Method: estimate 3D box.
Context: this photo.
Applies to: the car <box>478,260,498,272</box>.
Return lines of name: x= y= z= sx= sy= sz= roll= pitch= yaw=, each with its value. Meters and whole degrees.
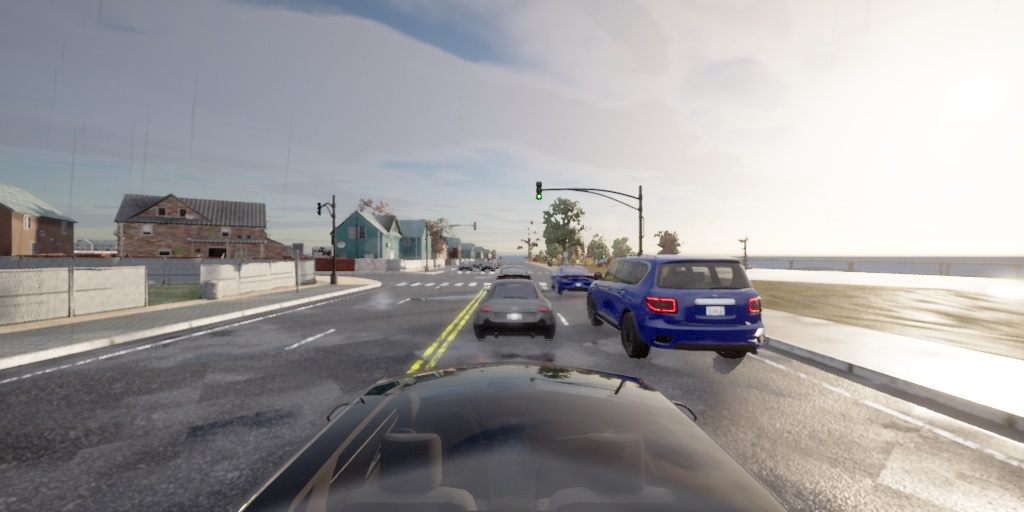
car: x=-3.322 y=1.432 z=50.985 sx=1.837 sy=1.490 sz=4.892 roll=0 pitch=0 yaw=0

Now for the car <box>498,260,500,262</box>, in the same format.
car: x=-3.307 y=1.494 z=60.247 sx=1.812 sy=1.442 sz=4.674 roll=0 pitch=0 yaw=0

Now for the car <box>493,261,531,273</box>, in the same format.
car: x=0.106 y=1.287 z=20.736 sx=1.882 sy=1.535 sz=5.008 roll=0 pitch=0 yaw=0

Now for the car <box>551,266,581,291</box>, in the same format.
car: x=3.362 y=1.287 z=20.574 sx=1.882 sy=1.535 sz=5.008 roll=0 pitch=0 yaw=0

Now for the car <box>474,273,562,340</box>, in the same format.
car: x=0.091 y=1.339 z=10.086 sx=1.994 sy=1.385 sz=4.181 roll=0 pitch=0 yaw=1

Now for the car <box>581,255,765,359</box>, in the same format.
car: x=3.348 y=0.994 z=8.572 sx=2.150 sy=2.045 sz=5.566 roll=0 pitch=0 yaw=0

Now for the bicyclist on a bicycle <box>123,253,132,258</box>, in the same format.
bicyclist on a bicycle: x=-29.605 y=0.623 z=27.619 sx=0.582 sy=1.620 sz=1.656 roll=1 pitch=0 yaw=-35

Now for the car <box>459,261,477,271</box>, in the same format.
car: x=-6.601 y=1.480 z=52.070 sx=2.033 sy=1.411 sz=5.357 roll=0 pitch=0 yaw=-2

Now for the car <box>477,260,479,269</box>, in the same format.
car: x=-6.550 y=1.525 z=62.263 sx=2.033 sy=1.411 sz=5.357 roll=0 pitch=0 yaw=0
